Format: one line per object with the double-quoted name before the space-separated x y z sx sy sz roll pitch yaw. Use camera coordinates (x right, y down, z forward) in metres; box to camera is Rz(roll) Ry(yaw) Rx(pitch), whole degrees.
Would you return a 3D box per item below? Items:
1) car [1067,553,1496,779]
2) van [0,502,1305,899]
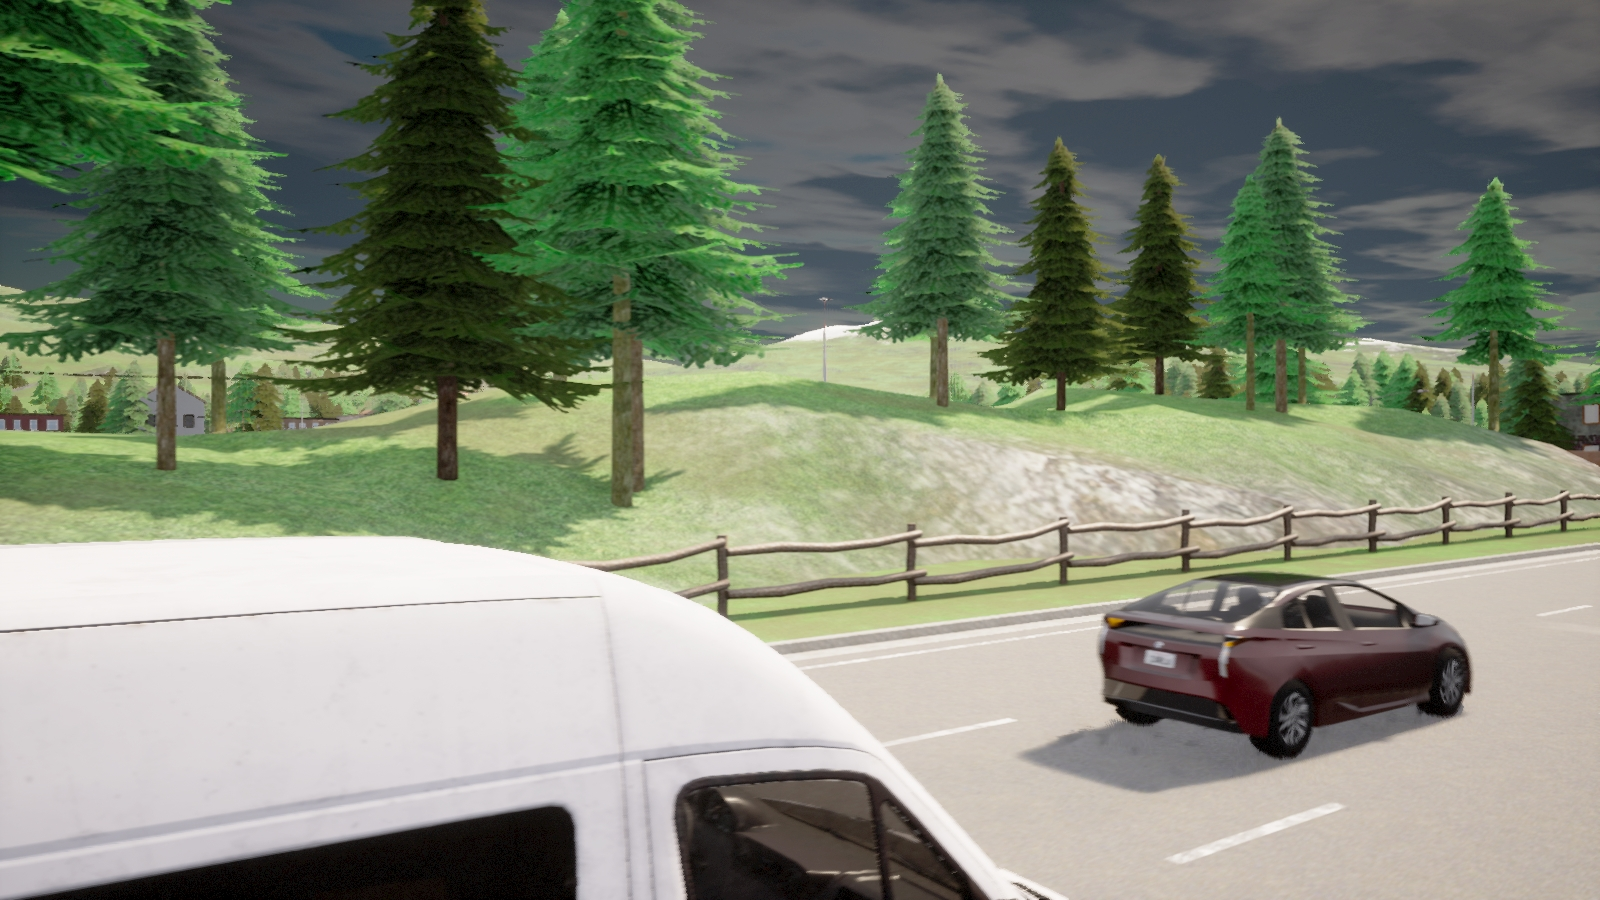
"car" 5.062 2.023 11.795 4.514 1.525 2.007 0 0 -35
"van" -1.315 1.532 2.865 5.915 2.561 1.988 0 0 -36
